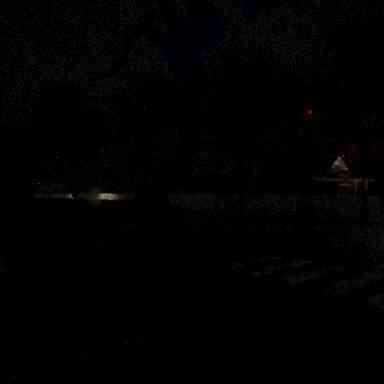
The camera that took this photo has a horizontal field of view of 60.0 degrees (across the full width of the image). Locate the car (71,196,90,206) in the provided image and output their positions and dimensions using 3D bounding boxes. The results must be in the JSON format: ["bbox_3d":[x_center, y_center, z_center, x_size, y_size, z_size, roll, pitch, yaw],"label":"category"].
[{"bbox_3d":[-15.353,1.324,46.171,1.882,1.535,5.008,-1,0,-35],"label":"car"}]

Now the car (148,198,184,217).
[{"bbox_3d":[-2.635,1.289,28.388,1.882,1.535,5.008,-1,0,-36],"label":"car"}]
